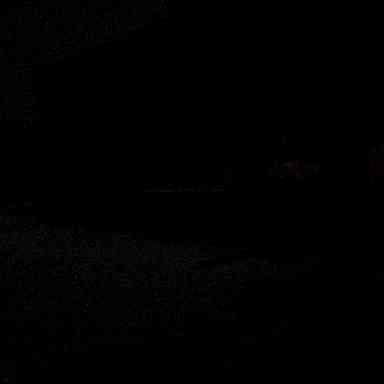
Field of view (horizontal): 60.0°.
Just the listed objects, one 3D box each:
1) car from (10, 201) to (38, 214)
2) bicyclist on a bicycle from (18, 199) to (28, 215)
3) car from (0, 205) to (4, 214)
[{"bbox_3d":[-19.056,1.770,39.313,1.887,1.381,4.507,0,0,36],"label":"car"},{"bbox_3d":[-16.740,1.500,32.849,1.656,1.620,0.582,-1,0,36],"label":"bicyclist on a bicycle"},{"bbox_3d":[-22.234,1.671,34.868,1.967,1.590,4.097,0,0,36],"label":"car"}]
